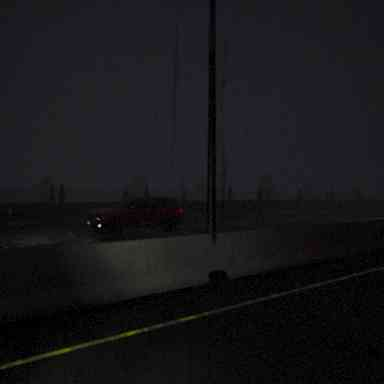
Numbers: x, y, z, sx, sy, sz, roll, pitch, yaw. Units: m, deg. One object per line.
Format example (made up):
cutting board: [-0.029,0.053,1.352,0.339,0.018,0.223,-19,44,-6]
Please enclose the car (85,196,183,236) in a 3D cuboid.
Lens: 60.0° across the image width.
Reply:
car: [-3.136,1.279,18.953,5.566,2.045,2.150,0,0,-36]
